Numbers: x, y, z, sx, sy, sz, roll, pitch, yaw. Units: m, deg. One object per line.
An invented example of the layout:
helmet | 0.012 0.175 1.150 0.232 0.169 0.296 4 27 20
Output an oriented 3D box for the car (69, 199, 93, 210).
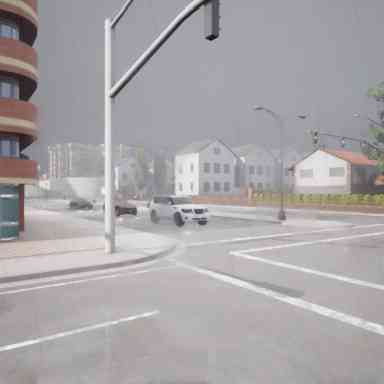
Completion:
car | -14.339 1.548 42.756 2.033 1.411 5.357 0 0 -35

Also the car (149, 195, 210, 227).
car | -1.053 1.221 23.514 2.150 2.045 5.566 0 0 -35

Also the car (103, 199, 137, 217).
car | -6.959 1.476 32.054 1.882 1.535 5.008 0 0 -34
